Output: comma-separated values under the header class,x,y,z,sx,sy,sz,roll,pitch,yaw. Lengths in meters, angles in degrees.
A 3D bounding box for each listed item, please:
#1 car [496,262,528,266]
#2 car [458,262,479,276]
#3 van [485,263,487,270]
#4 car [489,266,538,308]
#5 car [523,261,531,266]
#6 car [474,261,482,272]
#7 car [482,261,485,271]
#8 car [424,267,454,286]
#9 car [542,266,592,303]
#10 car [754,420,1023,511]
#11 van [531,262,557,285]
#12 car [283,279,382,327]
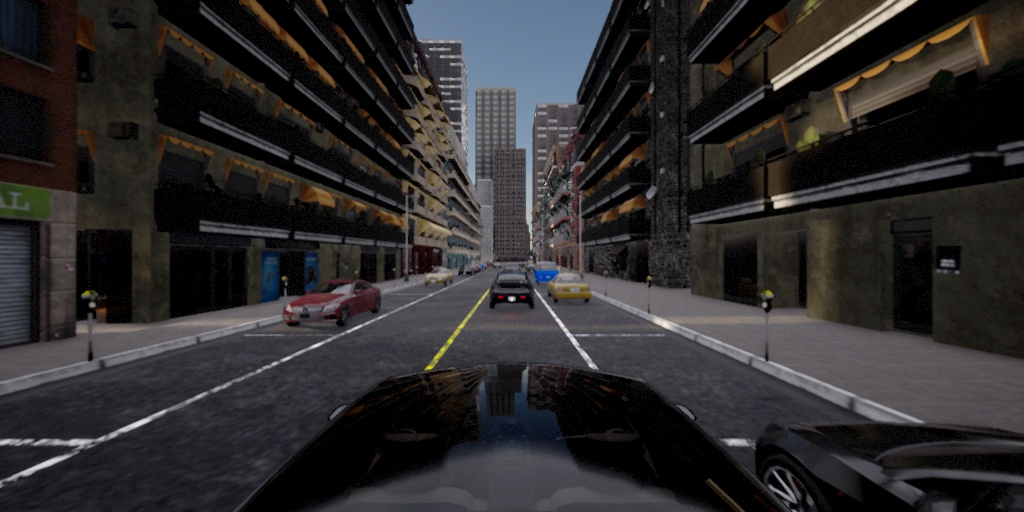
class,x,y,z,sx,sy,sz,roll,pitch,yaw
car,0.004,1.534,31.135,2.128,1.511,4.902,0,0,0
car,-5.694,1.749,45.083,1.948,1.339,4.313,0,0,0
van,-5.695,1.693,61.653,1.690,1.789,3.998,0,0,0
car,0.006,1.400,16.142,1.837,1.490,4.892,0,0,0
car,2.687,1.789,50.594,2.007,1.370,4.403,0,0,0
car,-5.694,1.784,50.607,1.888,1.381,4.507,0,0,0
car,-5.695,1.841,56.130,1.888,1.381,4.507,0,0,0
car,-5.693,1.541,28.345,1.751,1.417,4.829,0,0,0
car,2.689,1.430,17.626,1.751,1.417,4.829,0,0,0
car,2.690,1.308,0.887,1.948,1.339,4.313,0,0,0
van,2.688,1.356,28.503,1.690,1.789,3.998,0,0,0
car,-5.692,1.432,11.945,1.802,1.307,4.207,0,0,0
